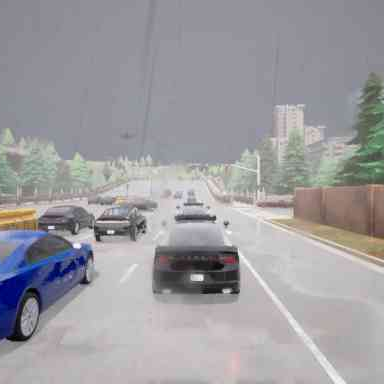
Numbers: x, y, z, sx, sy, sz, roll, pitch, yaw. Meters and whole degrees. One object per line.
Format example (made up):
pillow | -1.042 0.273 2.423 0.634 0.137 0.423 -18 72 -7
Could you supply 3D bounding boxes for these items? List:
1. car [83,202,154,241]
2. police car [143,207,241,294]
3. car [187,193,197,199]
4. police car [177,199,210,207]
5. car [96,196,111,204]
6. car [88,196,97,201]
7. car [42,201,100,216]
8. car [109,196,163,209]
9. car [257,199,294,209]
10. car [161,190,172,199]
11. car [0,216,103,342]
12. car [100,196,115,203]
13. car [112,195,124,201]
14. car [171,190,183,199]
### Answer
car | -3.422 1.491 16.569 2.128 1.511 4.902 0 0 1
police car | 0.093 1.425 8.910 1.930 1.638 5.238 0 0 0
car | -0.060 1.517 73.469 2.128 1.511 4.902 0 0 0
police car | 0.084 1.425 18.813 1.930 1.638 5.238 0 0 0
car | -14.123 1.547 56.727 2.033 1.411 5.357 0 0 0
car | -17.603 1.505 60.678 1.837 1.490 4.892 0 0 0
car | -6.915 1.505 18.770 1.837 1.490 4.892 0 0 0
car | -6.190 1.491 36.550 4.902 1.511 2.128 0 0 -27
car | 10.949 1.601 43.880 4.718 1.301 1.895 0 0 0
car | -7.175 1.071 88.574 1.994 1.385 4.181 0 4 0
car | -3.405 1.478 6.490 1.882 1.535 5.008 0 0 0
car | -17.559 1.552 69.300 1.994 1.385 4.181 0 0 0
car | -17.617 1.501 79.358 1.895 1.301 4.718 0 1 0
car | -3.672 0.903 88.152 2.097 1.767 4.553 0 3 0
